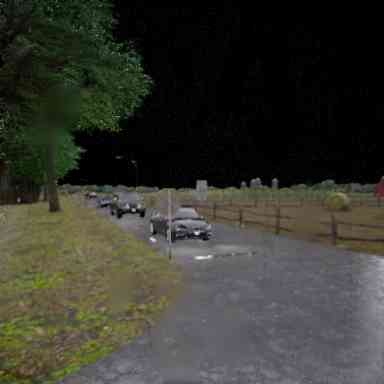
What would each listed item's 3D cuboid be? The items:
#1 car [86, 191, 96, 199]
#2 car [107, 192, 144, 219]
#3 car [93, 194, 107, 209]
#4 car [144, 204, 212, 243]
[{"bbox_3d":[-26.276,1.045,88.354,1.882,1.535,5.008,0,0,-22],"label":"car"},{"bbox_3d":[-5.505,1.047,28.093,2.150,2.045,5.566,0,0,-22],"label":"car"},{"bbox_3d":[-10.564,1.288,40.970,2.033,1.411,5.357,0,0,-21],"label":"car"},{"bbox_3d":[-0.687,1.432,15.934,1.837,1.490,4.892,0,1,-22],"label":"car"}]
